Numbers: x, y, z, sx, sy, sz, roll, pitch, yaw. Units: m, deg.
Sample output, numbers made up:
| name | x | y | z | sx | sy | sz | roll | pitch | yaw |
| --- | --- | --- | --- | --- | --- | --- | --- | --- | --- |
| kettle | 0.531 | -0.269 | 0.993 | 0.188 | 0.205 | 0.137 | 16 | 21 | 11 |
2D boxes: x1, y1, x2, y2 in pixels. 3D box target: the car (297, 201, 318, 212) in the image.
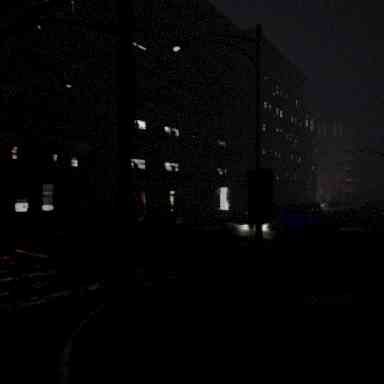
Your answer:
| name | x | y | z | sx | sy | sz | roll | pitch | yaw |
| --- | --- | --- | --- | --- | --- | --- | --- | --- | --- |
| car | 17.121 | 2.083 | 49.100 | 1.752 | 1.417 | 4.829 | 0 | -1 | 35 |

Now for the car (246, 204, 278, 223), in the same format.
| name | x | y | z | sx | sy | sz | roll | pitch | yaw |
| --- | --- | --- | --- | --- | --- | --- | --- | --- | --- |
| car | 6.529 | 1.773 | 29.565 | 1.882 | 1.535 | 5.008 | 0 | 0 | 37 |

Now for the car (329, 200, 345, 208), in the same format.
| name | x | y | z | sx | sy | sz | roll | pitch | yaw |
| --- | --- | --- | --- | --- | --- | --- | --- | --- | --- |
| car | 26.971 | 2.184 | 62.988 | 1.967 | 1.590 | 4.097 | 0 | -1 | 35 |

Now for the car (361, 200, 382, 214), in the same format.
| name | x | y | z | sx | sy | sz | roll | pitch | yaw |
| --- | --- | --- | --- | --- | --- | --- | --- | --- | --- |
| car | 23.751 | 2.146 | 44.526 | 2.008 | 1.369 | 4.403 | 0 | -1 | 35 |

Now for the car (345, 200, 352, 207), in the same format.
| name | x | y | z | sx | sy | sz | roll | pitch | yaw |
| --- | --- | --- | --- | --- | --- | --- | --- | --- | --- |
| car | 33.474 | 2.433 | 72.150 | 1.947 | 1.339 | 4.313 | 0 | -1 | 35 |

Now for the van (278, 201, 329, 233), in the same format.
| name | x | y | z | sx | sy | sz | roll | pitch | yaw |
| --- | --- | --- | --- | --- | --- | --- | --- | --- | --- |
| van | 7.370 | 1.634 | 21.717 | 1.690 | 1.788 | 3.998 | 0 | -1 | 37 |

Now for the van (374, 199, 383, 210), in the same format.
| name | x | y | z | sx | sy | sz | roll | pitch | yaw |
| --- | --- | --- | --- | --- | --- | --- | --- | --- | --- |
| van | 27.033 | 1.998 | 49.103 | 1.690 | 1.788 | 3.998 | 0 | -1 | 35 |

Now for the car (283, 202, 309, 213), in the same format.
| name | x | y | z | sx | sy | sz | roll | pitch | yaw |
| --- | --- | --- | --- | --- | --- | --- | --- | --- | --- |
| car | 13.991 | 2.050 | 44.641 | 2.008 | 1.369 | 4.403 | 0 | -1 | 35 |

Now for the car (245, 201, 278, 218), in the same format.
| name | x | y | z | sx | sy | sz | roll | pitch | yaw |
| --- | --- | --- | --- | --- | --- | --- | --- | --- | --- |
| car | 7.460 | 1.816 | 35.447 | 1.967 | 1.590 | 4.097 | 0 | -1 | 36 |

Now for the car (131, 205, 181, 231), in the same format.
| name | x | y | z | sx | sy | sz | roll | pitch | yaw |
| --- | --- | --- | --- | --- | --- | --- | --- | --- | --- |
| car | -2.608 | 1.633 | 21.852 | 1.967 | 1.590 | 4.097 | 0 | -1 | 38 |

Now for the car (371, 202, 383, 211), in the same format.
| name | x | y | z | sx | sy | sz | roll | pitch | yaw |
| --- | --- | --- | --- | --- | --- | --- | --- | --- | --- |
| car | 30.312 | 2.263 | 53.674 | 1.887 | 1.381 | 4.507 | 0 | -1 | 35 |

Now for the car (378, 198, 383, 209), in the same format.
| name | x | y | z | sx | sy | sz | roll | pitch | yaw |
| --- | --- | --- | --- | --- | --- | --- | --- | --- | --- |
| car | 36.781 | 2.156 | 62.895 | 2.192 | 1.841 | 5.009 | 0 | -1 | 35 |
